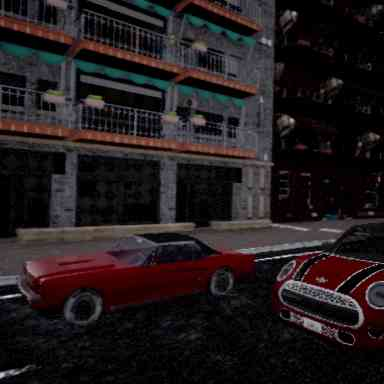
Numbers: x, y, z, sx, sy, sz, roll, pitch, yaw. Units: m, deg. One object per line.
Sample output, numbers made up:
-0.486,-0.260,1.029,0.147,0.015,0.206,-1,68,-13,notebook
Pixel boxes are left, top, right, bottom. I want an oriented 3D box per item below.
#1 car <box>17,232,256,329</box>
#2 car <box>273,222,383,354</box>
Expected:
-0.976,1.564,6.952,4.718,1.301,1.895,1,0,-34,car
3.636,1.392,6.153,4.553,1.767,2.097,1,0,-34,car
